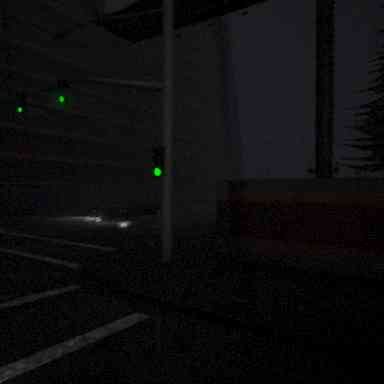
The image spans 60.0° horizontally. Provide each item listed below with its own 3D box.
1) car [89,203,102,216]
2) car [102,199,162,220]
[{"bbox_3d":[-6.959,1.402,29.265,1.994,1.385,4.181,1,0,35],"label":"car"},{"bbox_3d":[-4.438,1.341,26.767,1.882,1.535,5.008,1,0,35],"label":"car"}]
